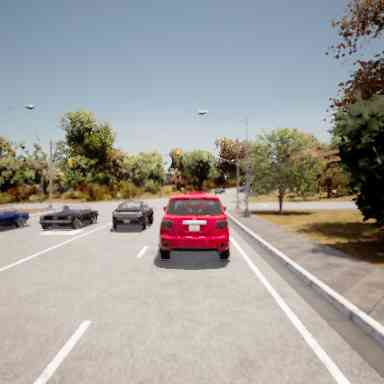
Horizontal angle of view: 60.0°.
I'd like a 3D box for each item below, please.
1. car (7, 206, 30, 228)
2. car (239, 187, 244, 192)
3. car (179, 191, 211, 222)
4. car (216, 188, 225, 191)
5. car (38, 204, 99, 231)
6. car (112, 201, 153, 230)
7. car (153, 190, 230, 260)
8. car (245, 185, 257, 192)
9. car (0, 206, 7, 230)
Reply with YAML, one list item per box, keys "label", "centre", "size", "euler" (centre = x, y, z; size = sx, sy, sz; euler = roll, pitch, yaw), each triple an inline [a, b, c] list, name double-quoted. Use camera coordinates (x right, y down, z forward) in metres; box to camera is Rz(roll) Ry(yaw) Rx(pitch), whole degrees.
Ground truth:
- label: "car"
  centre: [-10.551, 1.414, 17.451]
  size: [1.895, 1.301, 4.718]
  euler: [0, 0, 1]
- label: "car"
  centre: [14.136, -0.774, 92.050]
  size: [2.128, 1.511, 4.902]
  euler: [0, 4, 33]
- label: "car"
  centre: [0.254, 0.972, 25.286]
  size: [2.150, 2.045, 5.566]
  euler: [0, 0, 1]
- label: "car"
  centre: [7.164, -0.235, 86.801]
  size: [1.812, 1.442, 4.674]
  euler: [0, 4, 26]
- label: "car"
  centre: [-7.026, 1.398, 19.374]
  size: [1.895, 1.301, 4.718]
  euler: [0, 0, 1]
- label: "car"
  centre: [-3.350, 1.287, 19.597]
  size: [2.128, 1.511, 4.902]
  euler: [0, 0, 1]
- label: "car"
  centre: [0.100, 1.084, 11.991]
  size: [2.150, 2.045, 5.566]
  euler: [0, 0, 1]
- label: "car"
  centre: [17.016, -1.041, 90.060]
  size: [2.150, 2.045, 5.566]
  euler: [0, 4, 33]
- label: "car"
  centre: [-3.401, 1.205, 1.318]
  size: [2.150, 2.045, 5.566]
  euler: [0, 1, 0]
